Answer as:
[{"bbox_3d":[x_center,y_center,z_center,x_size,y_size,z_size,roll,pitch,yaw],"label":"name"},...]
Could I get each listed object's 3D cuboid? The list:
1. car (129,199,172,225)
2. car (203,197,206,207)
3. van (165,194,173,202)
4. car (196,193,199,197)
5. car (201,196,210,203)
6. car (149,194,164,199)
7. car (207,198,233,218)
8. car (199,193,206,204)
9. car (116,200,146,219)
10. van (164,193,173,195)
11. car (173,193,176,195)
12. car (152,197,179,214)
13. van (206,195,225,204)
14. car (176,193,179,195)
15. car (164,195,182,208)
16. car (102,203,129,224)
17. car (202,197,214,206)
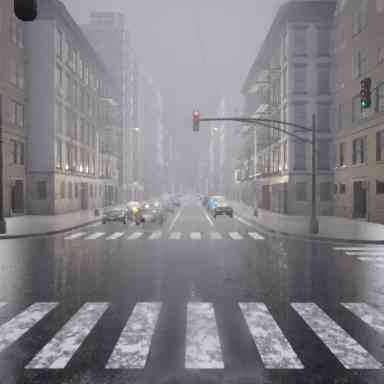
[{"bbox_3d":[-2.823,1.490,23.809,2.128,1.511,4.902,0,0,0],"label":"car"},{"bbox_3d":[2.685,1.578,40.655,1.802,1.307,4.206,0,0,0],"label":"car"},{"bbox_3d":[-5.357,1.336,78.506,1.690,1.788,3.998,0,0,0],"label":"van"},{"bbox_3d":[2.742,1.539,83.905,1.887,1.381,4.507,0,0,0],"label":"car"},{"bbox_3d":[2.721,1.521,67.855,1.752,1.417,4.829,0,0,0],"label":"car"},{"bbox_3d":[-5.361,1.436,46.069,1.967,1.590,4.097,0,0,0],"label":"car"},{"bbox_3d":[2.671,1.548,29.842,2.008,1.369,4.403,0,0,0],"label":"car"},{"bbox_3d":[2.699,1.311,51.467,2.192,1.841,5.009,0,0,0],"label":"car"},{"bbox_3d":[-5.364,1.523,29.680,1.752,1.417,4.829,0,0,0],"label":"car"},{"bbox_3d":[-5.358,1.337,67.693,1.690,1.788,3.998,0,0,0],"label":"van"},{"bbox_3d":[-5.358,1.310,73.099,2.192,1.841,5.009,0,0,0],"label":"car"},{"bbox_3d":[-2.807,1.545,35.776,2.033,1.411,5.357,0,0,0],"label":"car"},{"bbox_3d":[2.678,1.338,35.249,1.690,1.788,3.998,0,0,0],"label":"van"},{"bbox_3d":[-5.356,1.545,89.318,2.008,1.369,4.403,0,0,0],"label":"car"},{"bbox_3d":[-2.775,1.560,49.243,1.994,1.385,4.181,0,0,0],"label":"car"},{"bbox_3d":[-5.364,1.549,24.444,2.008,1.369,4.403,0,0,0],"label":"car"},{"bbox_3d":[2.706,1.562,56.874,1.947,1.339,4.313,0,0,0],"label":"car"}]
